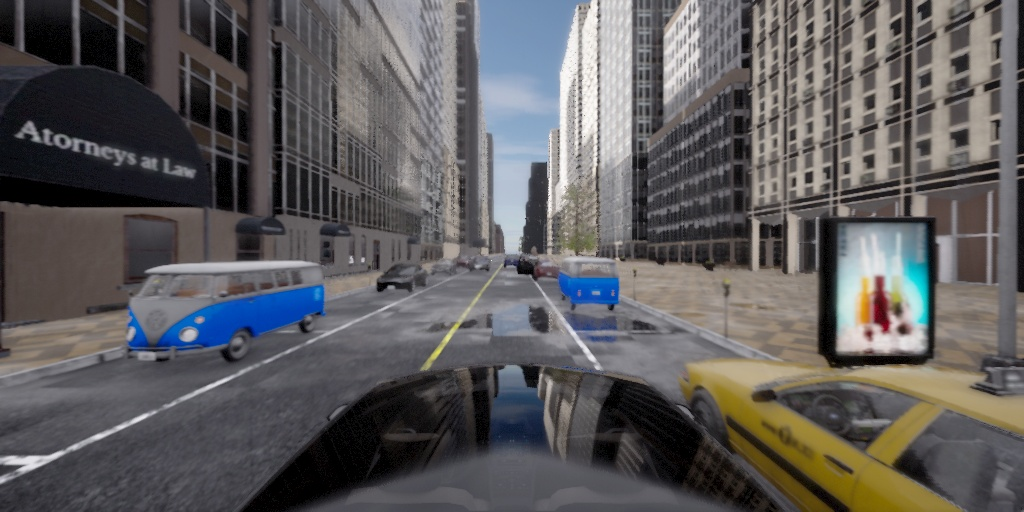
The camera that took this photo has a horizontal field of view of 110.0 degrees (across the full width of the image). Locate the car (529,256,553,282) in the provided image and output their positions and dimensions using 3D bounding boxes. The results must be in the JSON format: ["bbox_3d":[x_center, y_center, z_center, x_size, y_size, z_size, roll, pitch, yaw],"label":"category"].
[{"bbox_3d":[2.360,0.956,24.979,1.812,1.442,4.674,0,1,0],"label":"car"}]

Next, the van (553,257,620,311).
[{"bbox_3d":[2.695,0.930,13.355,1.690,1.789,3.998,0,0,0],"label":"van"}]

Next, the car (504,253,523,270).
[{"bbox_3d":[0.035,0.509,45.110,2.097,1.767,4.553,0,1,0],"label":"car"}]

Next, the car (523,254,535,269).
[{"bbox_3d":[2.707,0.674,47.485,2.007,1.370,4.403,0,0,0],"label":"car"}]

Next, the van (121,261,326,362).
[{"bbox_3d":[-5.688,1.009,7.689,1.690,1.789,3.998,0,0,0],"label":"van"}]

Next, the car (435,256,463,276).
[{"bbox_3d":[-5.680,0.907,30.444,2.007,1.370,4.403,0,0,0],"label":"car"}]

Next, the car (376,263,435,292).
[{"bbox_3d":[-5.684,1.078,19.067,1.948,1.339,4.313,0,0,0],"label":"car"}]

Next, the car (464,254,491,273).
[{"bbox_3d":[-3.073,0.786,34.918,2.128,1.511,4.902,0,1,0],"label":"car"}]

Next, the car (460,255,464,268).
[{"bbox_3d":[-5.676,0.641,41.822,1.967,1.591,4.097,0,0,0],"label":"car"}]

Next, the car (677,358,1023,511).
[{"bbox_3d":[2.691,1.272,2.148,1.751,1.417,4.829,0,0,0],"label":"car"}]
